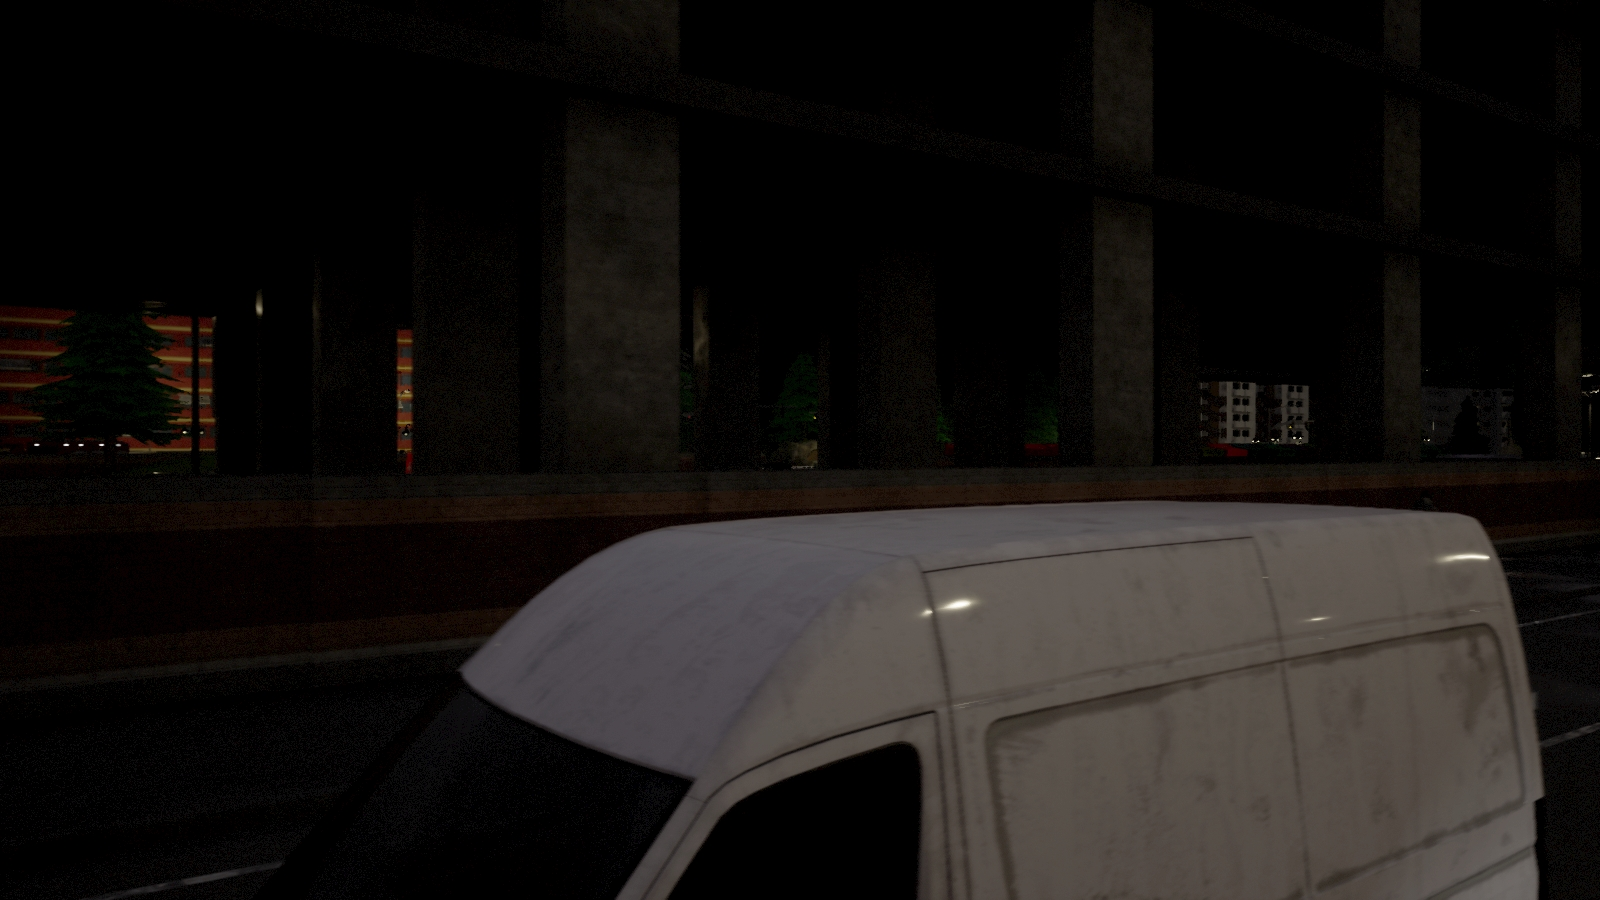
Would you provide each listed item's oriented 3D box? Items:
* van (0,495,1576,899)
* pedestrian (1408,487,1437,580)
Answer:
[{"bbox_3d":[0.340,1.535,4.020,5.915,2.561,1.988,0,0,-35],"label":"van"},{"bbox_3d":[12.747,1.698,23.398,0.375,1.860,0.375,0,0,-32],"label":"pedestrian"}]
